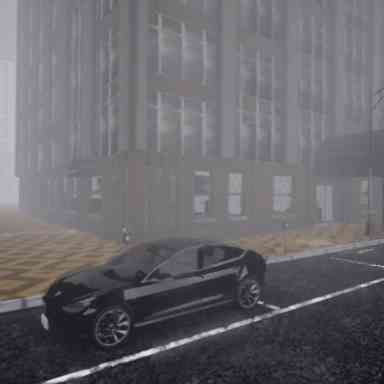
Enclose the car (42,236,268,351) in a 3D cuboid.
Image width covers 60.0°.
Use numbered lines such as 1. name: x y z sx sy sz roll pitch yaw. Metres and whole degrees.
1. car: -0.429 1.574 6.250 4.313 1.339 1.947 0 0 -36
